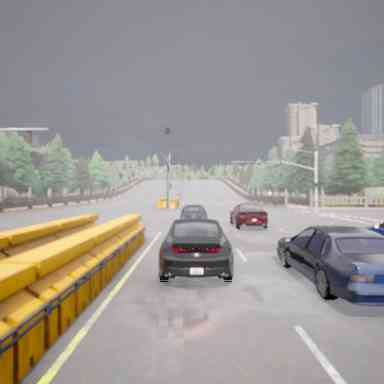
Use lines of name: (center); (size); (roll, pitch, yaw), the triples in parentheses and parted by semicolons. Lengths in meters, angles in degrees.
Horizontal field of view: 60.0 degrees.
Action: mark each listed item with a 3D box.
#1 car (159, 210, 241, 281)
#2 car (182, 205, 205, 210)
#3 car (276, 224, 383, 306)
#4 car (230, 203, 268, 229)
car: (0.104, 1.505, 9.805); (1.837, 1.490, 4.892); (0, 0, 0)
car: (0.108, 1.548, 21.950); (2.033, 1.411, 5.357); (0, 0, 0)
car: (3.601, 1.547, 8.251); (2.033, 1.411, 5.357); (0, 0, 0)
car: (3.608, 1.477, 21.743); (1.882, 1.535, 5.008); (0, 0, 0)
